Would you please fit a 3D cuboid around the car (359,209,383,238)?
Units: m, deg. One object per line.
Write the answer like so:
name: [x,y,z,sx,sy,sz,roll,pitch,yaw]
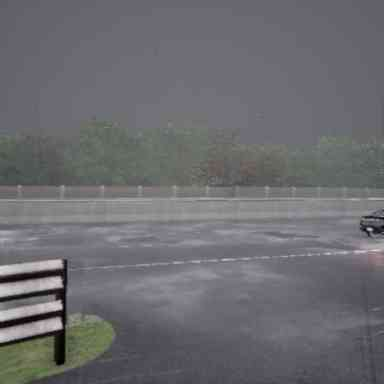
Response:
car: [10.143,1.443,15.398,4.902,1.511,2.128,0,0,-18]
